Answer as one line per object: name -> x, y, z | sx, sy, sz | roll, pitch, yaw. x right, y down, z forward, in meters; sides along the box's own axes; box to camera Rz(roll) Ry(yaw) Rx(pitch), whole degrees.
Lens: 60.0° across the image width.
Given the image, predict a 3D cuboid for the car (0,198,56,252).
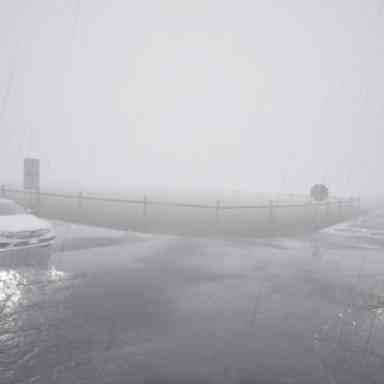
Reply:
car -> -6.213, 0.925, 10.320 | 4.674, 1.442, 1.812 | 4, 3, 34
